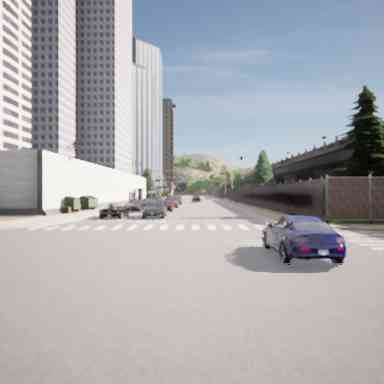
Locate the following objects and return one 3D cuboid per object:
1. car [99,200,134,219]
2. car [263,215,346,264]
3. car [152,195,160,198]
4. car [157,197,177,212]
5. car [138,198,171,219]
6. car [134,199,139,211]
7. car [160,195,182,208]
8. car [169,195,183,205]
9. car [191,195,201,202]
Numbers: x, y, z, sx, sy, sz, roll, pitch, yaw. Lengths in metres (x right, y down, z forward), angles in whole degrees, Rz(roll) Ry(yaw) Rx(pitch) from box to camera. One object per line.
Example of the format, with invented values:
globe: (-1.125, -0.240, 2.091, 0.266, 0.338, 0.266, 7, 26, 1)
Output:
car: (-6.706, 1.628, 29.295, 1.895, 1.301, 4.718, 0, 0, 1)
car: (3.769, 1.545, 11.751, 1.812, 1.442, 4.674, 0, 0, 1)
car: (-6.441, 1.587, 48.895, 2.033, 1.411, 5.357, 0, 0, 1)
car: (-3.092, 1.626, 38.522, 1.895, 1.301, 4.718, 0, 0, 1)
car: (-3.206, 1.524, 29.261, 1.837, 1.490, 4.892, 0, 0, 1)
car: (-6.588, 1.580, 38.837, 2.033, 1.411, 5.357, 0, 0, 1)
car: (-2.967, 1.382, 47.496, 2.097, 1.767, 4.553, 0, 0, 1)
car: (-2.801, 1.389, 58.552, 2.097, 1.767, 4.553, 0, 0, 1)
car: (0.938, 1.538, 73.883, 1.837, 1.490, 4.892, 0, 0, 1)
